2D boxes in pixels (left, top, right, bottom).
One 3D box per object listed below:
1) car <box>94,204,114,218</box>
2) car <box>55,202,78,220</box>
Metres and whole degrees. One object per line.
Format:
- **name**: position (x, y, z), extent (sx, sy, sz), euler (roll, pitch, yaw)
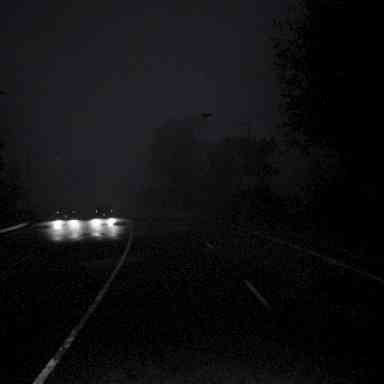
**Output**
- **car**: position (-9.231, 1.965, 34.668), extent (1.895, 1.301, 4.718), euler (-1, 0, -17)
- **car**: position (-12.527, 2.027, 33.480), extent (1.895, 1.301, 4.718), euler (-1, 0, -17)
